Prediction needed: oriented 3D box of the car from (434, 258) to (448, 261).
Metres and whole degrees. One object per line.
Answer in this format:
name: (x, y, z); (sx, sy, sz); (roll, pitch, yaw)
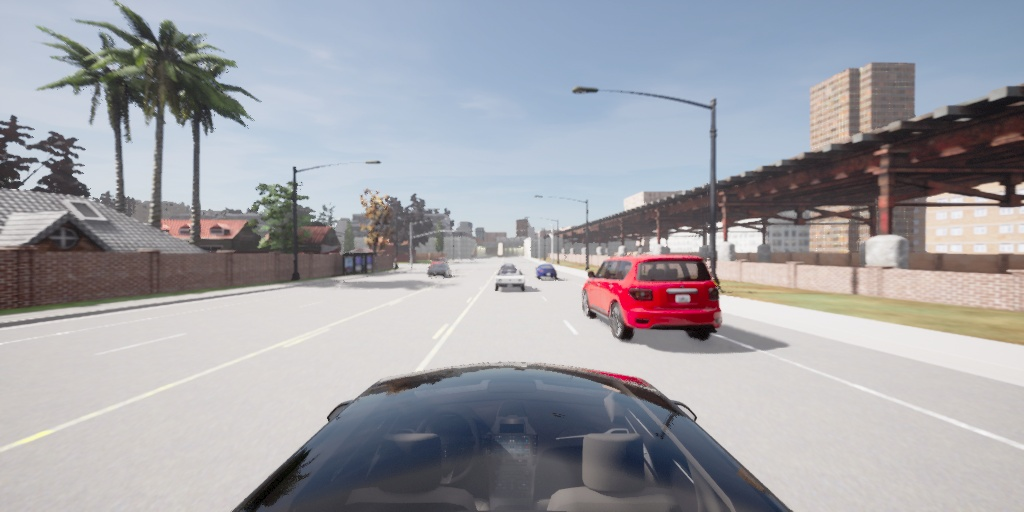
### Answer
car: (-11.198, 1.273, 56.146); (2.150, 2.045, 5.566); (0, 0, 0)

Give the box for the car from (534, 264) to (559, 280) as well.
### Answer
car: (3.212, 1.478, 34.272); (1.812, 1.442, 4.674); (0, 0, -1)

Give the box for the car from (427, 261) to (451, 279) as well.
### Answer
car: (-7.526, 1.540, 37.521); (1.837, 1.490, 4.892); (0, -1, -1)

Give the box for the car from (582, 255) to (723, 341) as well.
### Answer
car: (3.532, 1.009, 10.180); (2.150, 2.045, 5.566); (0, -1, -1)

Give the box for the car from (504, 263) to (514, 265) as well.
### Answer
car: (-0.401, 1.566, 43.072); (1.994, 1.385, 4.181); (0, 0, -1)

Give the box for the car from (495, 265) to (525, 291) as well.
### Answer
car: (-0.150, 1.507, 23.742); (1.895, 1.301, 4.718); (0, 0, -1)
